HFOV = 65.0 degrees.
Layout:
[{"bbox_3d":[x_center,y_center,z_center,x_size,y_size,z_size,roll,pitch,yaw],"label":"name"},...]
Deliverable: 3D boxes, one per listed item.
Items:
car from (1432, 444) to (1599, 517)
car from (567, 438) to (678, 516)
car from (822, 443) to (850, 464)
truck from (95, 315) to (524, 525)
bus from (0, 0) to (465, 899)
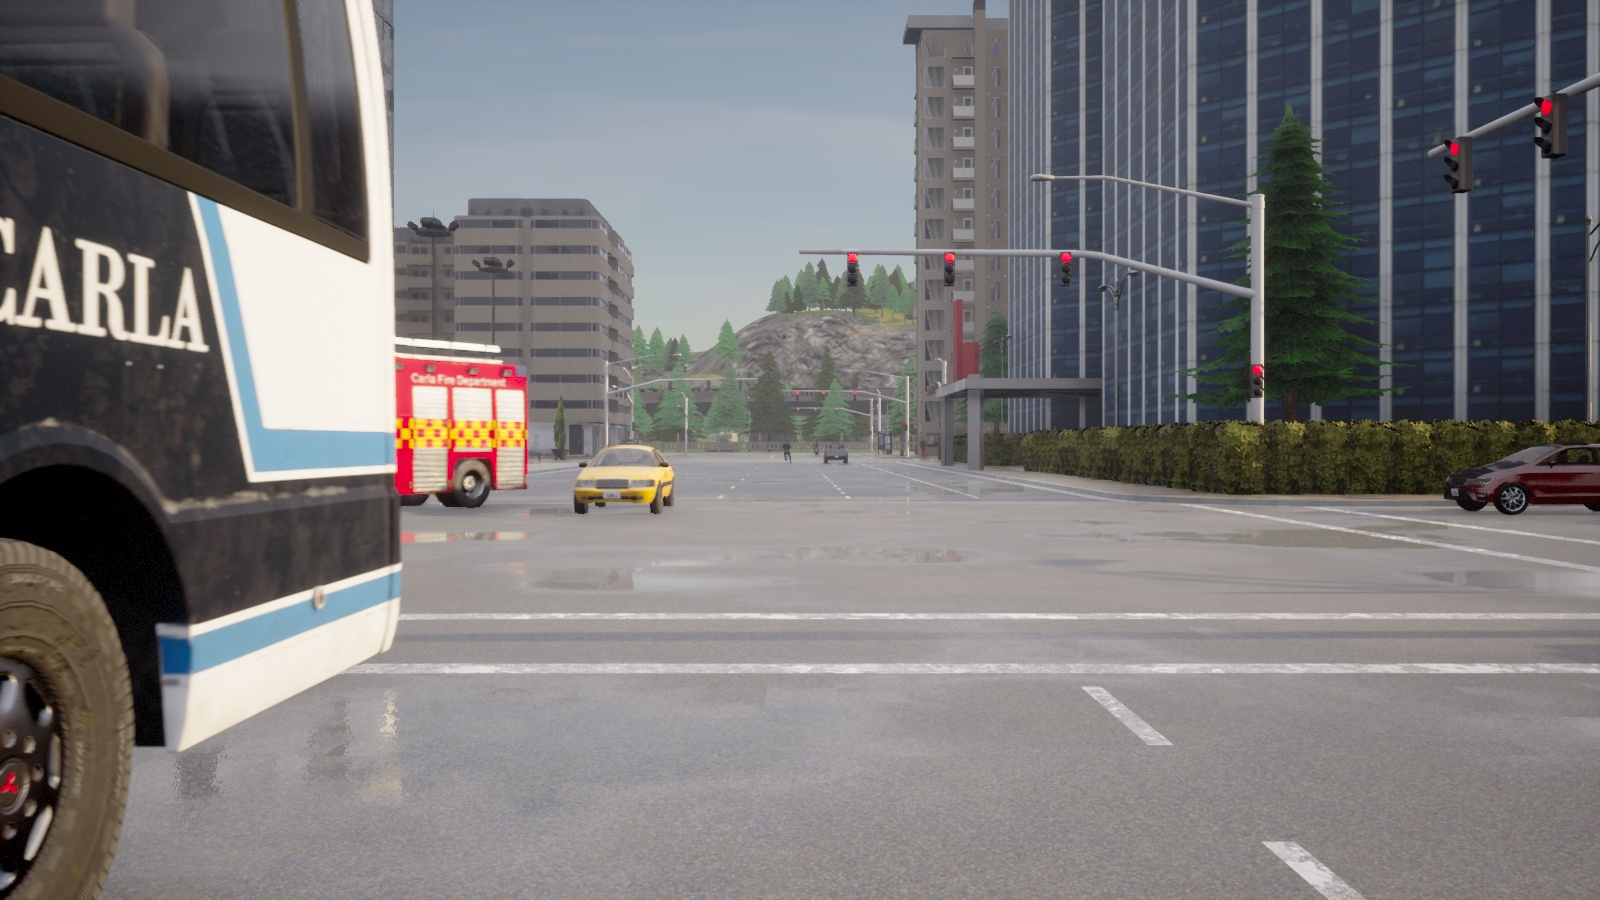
[{"bbox_3d":[15.923,0.623,26.546,4.193,1.474,1.816,0,0,0],"label":"car"},{"bbox_3d":[-3.820,0.525,27.894,1.801,1.575,5.366,0,0,-1],"label":"car"},{"bbox_3d":[2.553,0.252,90.334,1.845,1.501,3.633,0,0,-1],"label":"car"},{"bbox_3d":[-10.186,-0.580,27.224,2.891,3.827,8.468,1,1,35],"label":"truck"},{"bbox_3d":[-3.479,-0.635,0.472,3.944,4.253,10.273,0,0,0],"label":"bus"}]
